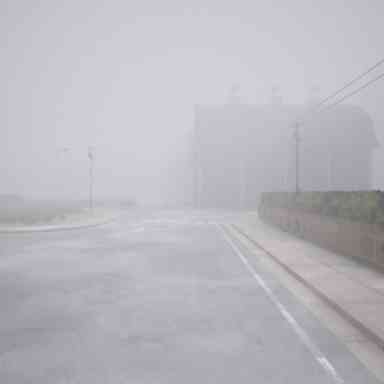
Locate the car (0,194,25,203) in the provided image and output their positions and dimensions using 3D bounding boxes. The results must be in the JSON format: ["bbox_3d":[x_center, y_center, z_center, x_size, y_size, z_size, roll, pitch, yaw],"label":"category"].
[{"bbox_3d":[-27.778,1.334,49.510,5.566,2.045,2.150,0,0,1],"label":"car"}]

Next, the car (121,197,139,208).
[{"bbox_3d":[-9.488,1.613,50.821,1.837,1.490,4.892,-1,0,5],"label":"car"}]
